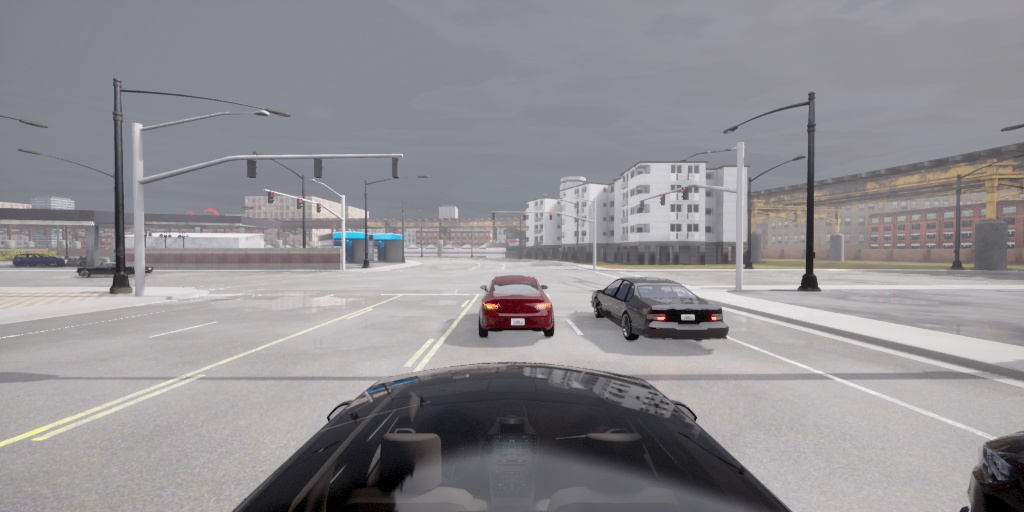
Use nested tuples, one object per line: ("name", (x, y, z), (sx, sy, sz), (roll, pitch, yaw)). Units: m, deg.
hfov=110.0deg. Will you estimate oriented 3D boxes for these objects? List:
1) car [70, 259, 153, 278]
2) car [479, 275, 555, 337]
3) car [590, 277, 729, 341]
("car", (-33.541, 1.134, 30.300), (4.718, 1.301, 1.895), (0, 1, -1))
("car", (0.071, 1.256, 10.102), (1.812, 1.442, 4.674), (0, 0, -1))
("car", (3.582, 1.282, 9.817), (2.033, 1.411, 5.357), (0, 0, 0))
